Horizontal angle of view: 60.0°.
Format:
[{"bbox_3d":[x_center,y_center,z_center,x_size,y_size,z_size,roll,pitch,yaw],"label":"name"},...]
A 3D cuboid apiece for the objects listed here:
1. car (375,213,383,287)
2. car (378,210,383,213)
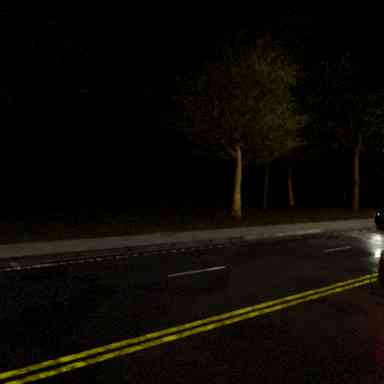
[{"bbox_3d":[6.615,1.459,8.173,4.553,1.767,2.097,1,0,-36],"label":"car"},{"bbox_3d":[14.345,1.488,21.937,5.566,2.045,2.150,1,0,-36],"label":"car"}]
